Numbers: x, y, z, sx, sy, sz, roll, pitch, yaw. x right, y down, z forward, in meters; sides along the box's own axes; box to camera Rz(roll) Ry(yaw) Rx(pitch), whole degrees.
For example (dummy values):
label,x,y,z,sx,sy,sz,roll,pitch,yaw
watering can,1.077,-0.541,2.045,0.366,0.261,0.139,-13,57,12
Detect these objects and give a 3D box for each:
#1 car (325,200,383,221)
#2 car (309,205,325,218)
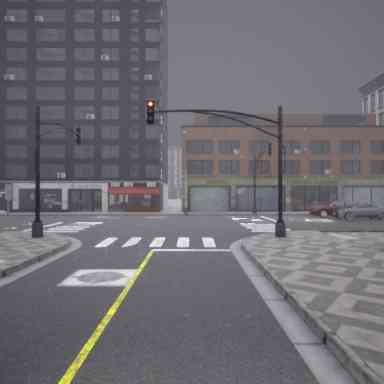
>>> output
label,x,y,z,sx,sy,sz,roll,pitch,yaw
car,13.399,1.549,26.653,4.181,1.385,1.994,0,0,0
car,13.143,1.489,29.906,5.008,1.535,1.882,0,0,1
